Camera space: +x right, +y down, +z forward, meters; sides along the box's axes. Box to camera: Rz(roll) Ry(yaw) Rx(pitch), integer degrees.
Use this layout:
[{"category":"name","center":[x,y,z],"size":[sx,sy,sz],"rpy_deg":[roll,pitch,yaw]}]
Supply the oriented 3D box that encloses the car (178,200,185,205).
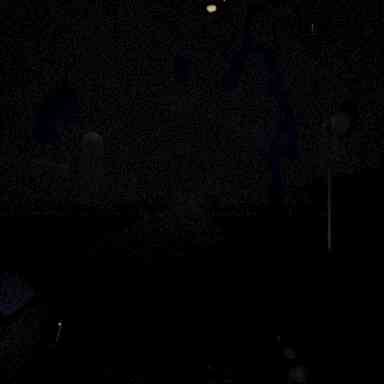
[{"category":"car","center":[-2.777,2.830,89.735],"size":[1.882,1.535,5.008],"rpy_deg":[0,-1,0]}]

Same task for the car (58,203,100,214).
[{"category":"car","center":[-13.914,1.994,41.201],"size":[4.718,1.301,1.895],"rpy_deg":[0,0,0]}]

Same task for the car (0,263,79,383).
[{"category":"car","center":[-2.851,1.570,3.427],"size":[2.033,1.411,5.357],"rpy_deg":[0,0,0]}]
